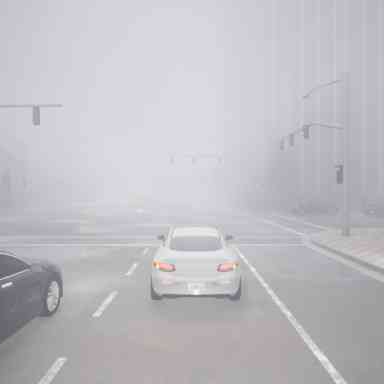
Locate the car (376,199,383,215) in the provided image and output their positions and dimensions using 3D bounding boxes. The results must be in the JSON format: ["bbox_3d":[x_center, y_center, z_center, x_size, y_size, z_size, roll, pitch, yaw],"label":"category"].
[{"bbox_3d":[21.005,1.478,32.585,5.008,1.535,1.882,0,0,0],"label":"car"}]

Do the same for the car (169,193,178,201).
[{"bbox_3d":[-4.723,1.225,85.507,2.150,2.045,5.566,0,0,-1],"label":"car"}]

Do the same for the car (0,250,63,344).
[{"bbox_3d":[-3.434,1.505,4.582,1.837,1.490,4.892,0,0,1],"label":"car"}]

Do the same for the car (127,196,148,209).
[{"bbox_3d":[-7.771,1.477,46.429,1.882,1.535,5.008,0,0,-1],"label":"car"}]

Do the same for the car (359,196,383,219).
[{"bbox_3d":[17.720,1.221,29.064,5.566,2.045,2.150,0,0,0],"label":"car"}]

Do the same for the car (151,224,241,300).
[{"bbox_3d":[0.080,1.526,8.231,1.812,1.442,4.674,0,0,0],"label":"car"}]

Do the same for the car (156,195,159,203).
[{"bbox_3d":[-7.995,1.352,68.133,2.097,1.767,4.553,0,0,0],"label":"car"}]

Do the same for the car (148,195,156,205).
[{"bbox_3d":[-7.921,1.505,57.944,1.837,1.490,4.892,0,0,-1],"label":"car"}]

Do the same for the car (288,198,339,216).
[{"bbox_3d":[11.782,1.352,32.522,4.553,1.767,2.097,0,0,0],"label":"car"}]

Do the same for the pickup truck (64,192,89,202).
[{"bbox_3d":[-24.638,1.059,70.291,2.390,2.098,6.274,0,0,30],"label":"pickup truck"}]
